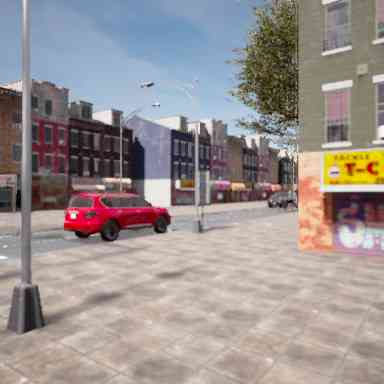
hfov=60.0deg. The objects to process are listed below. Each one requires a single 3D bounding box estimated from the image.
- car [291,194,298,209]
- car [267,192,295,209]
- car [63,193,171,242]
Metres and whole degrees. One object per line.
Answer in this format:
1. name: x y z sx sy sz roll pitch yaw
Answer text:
1. car: 13.996 1.320 40.285 1.812 1.442 4.674 0 0 36
2. car: 11.349 1.015 41.481 2.150 2.045 5.566 0 0 36
3. car: -3.366 1.080 15.947 2.150 2.045 5.566 0 0 35
